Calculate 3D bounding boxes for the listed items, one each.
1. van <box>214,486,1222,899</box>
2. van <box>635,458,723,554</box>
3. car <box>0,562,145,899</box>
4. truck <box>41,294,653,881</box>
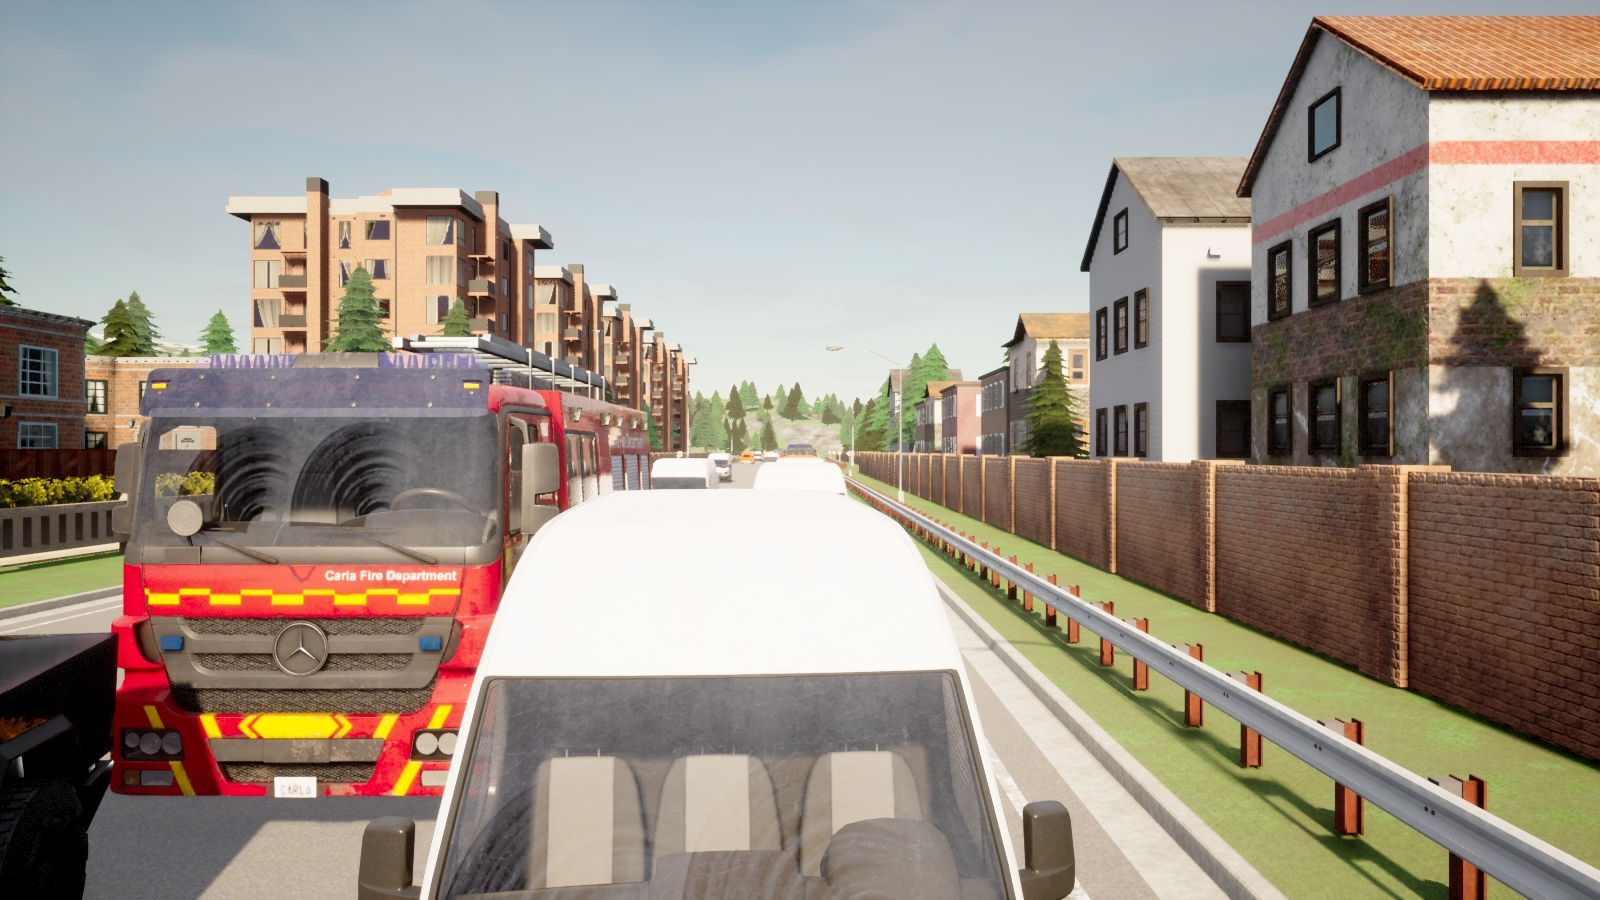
[{"bbox_3d":[-0.349,1.538,5.208,1.988,2.561,5.915,0,0,-4],"label":"van"},{"bbox_3d":[-3.497,1.550,34.040,1.988,2.561,5.915,0,0,0],"label":"van"},{"bbox_3d":[-4.725,1.756,3.923,2.390,2.098,6.274,0,0,-11],"label":"car"},{"bbox_3d":[-3.497,0.897,11.682,2.891,3.827,8.468,0,0,0],"label":"truck"}]
